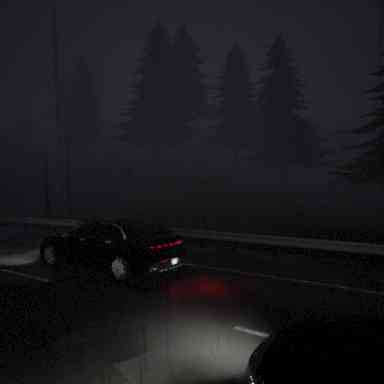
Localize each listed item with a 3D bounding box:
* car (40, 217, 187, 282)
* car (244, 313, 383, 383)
[{"bbox_3d":[-2.451,1.493,9.724,4.892,1.490,1.837,0,0,33],"label":"car"},{"bbox_3d":[2.673,1.500,1.987,4.892,1.490,1.837,0,0,36],"label":"car"}]
